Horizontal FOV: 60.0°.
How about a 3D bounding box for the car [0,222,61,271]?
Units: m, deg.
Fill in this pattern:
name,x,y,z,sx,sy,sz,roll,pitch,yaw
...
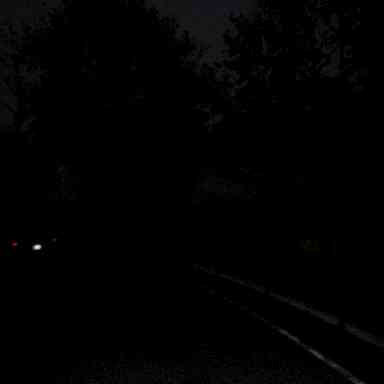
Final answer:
name,x,y,z,sx,sy,sz,roll,pitch,yaw
car,-6.528,1.778,11.911,4.181,1.385,1.994,-1,-1,39
